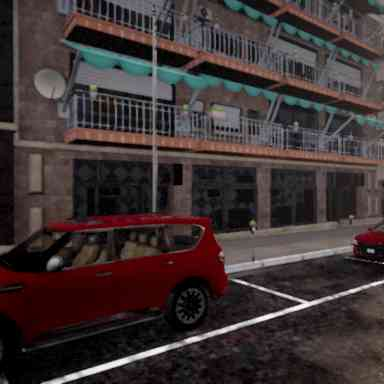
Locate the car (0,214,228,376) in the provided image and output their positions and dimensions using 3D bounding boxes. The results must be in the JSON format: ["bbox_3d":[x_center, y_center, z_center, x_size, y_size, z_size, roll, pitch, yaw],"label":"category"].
[{"bbox_3d":[-1.662,1.331,5.394,5.009,1.841,2.192,1,-1,-36],"label":"car"}]

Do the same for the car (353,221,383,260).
[{"bbox_3d":[7.559,1.664,11.975,4.507,1.381,1.887,1,-1,-36],"label":"car"}]
